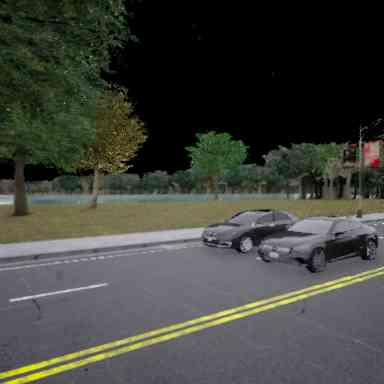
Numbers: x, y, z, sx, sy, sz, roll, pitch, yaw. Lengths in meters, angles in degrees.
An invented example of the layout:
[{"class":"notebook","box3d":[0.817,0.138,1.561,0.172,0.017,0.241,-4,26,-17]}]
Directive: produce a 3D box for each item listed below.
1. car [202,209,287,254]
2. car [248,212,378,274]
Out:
[{"class":"car","box3d":[2.623,1.479,13.541,4.892,1.490,1.837,0,0,-35]},{"class":"car","box3d":[4.192,1.501,10.668,4.674,1.442,1.812,0,0,-35]}]
